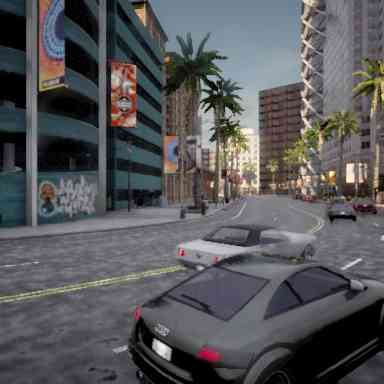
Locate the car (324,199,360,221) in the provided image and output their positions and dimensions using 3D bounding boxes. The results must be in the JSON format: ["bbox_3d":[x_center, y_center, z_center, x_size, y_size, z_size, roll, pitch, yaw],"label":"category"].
[{"bbox_3d":[11.974,1.557,27.037,1.994,1.385,4.181,0,0,16],"label":"car"}]

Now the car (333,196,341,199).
[{"bbox_3d":[24.227,1.467,54.731,2.231,1.521,4.892,0,0,10],"label":"car"}]

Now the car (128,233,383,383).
[{"bbox_3d":[1.250,1.563,4.633,4.181,1.385,1.994,0,0,-39],"label":"car"}]

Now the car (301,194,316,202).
[{"bbox_3d":[29.508,1.330,83.628,2.185,1.767,4.553,0,0,10],"label":"car"}]

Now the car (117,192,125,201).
[{"bbox_3d":[-11.457,1.001,53.606,2.435,2.045,5.566,0,0,10],"label":"car"}]

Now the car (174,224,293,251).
[{"bbox_3d":[1.815,1.598,9.691,4.718,1.301,1.895,0,0,-44],"label":"car"}]

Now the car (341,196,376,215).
[{"bbox_3d":[17.191,1.344,34.193,2.097,1.767,4.553,0,0,12],"label":"car"}]
